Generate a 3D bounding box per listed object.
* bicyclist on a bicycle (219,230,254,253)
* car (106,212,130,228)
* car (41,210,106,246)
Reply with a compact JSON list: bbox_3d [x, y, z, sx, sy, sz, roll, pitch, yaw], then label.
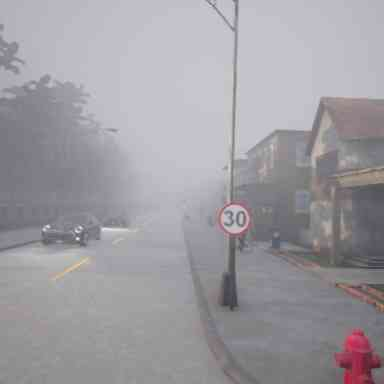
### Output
[{"bbox_3d":[2.080,2.065,15.570,1.656,1.620,0.582,2,-2,-2],"label":"bicyclist on a bicycle"},{"bbox_3d":[-6.998,2.594,31.194,1.994,1.385,4.181,2,-2,-2],"label":"car"},{"bbox_3d":[-6.434,1.880,18.196,2.097,1.767,4.553,2,-2,-2],"label":"car"}]
